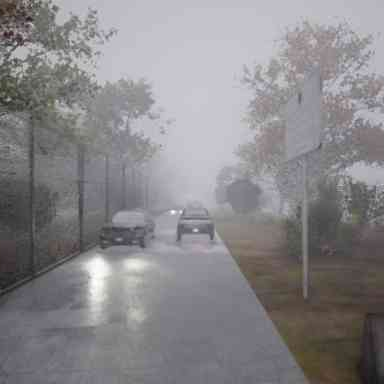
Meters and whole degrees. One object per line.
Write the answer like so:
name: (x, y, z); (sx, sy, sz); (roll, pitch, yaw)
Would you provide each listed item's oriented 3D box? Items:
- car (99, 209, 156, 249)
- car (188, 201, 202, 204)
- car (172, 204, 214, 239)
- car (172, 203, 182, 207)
car: (-2.784, 1.567, 15.250); (1.882, 1.535, 5.008); (0, -1, 0)
car: (0.324, 1.755, 36.377); (2.097, 1.767, 4.553); (0, -1, 0)
car: (0.181, 1.608, 17.962); (2.128, 1.511, 4.902); (0, -1, 0)
car: (-2.380, 2.525, 56.765); (1.895, 1.301, 4.718); (0, -2, 1)
